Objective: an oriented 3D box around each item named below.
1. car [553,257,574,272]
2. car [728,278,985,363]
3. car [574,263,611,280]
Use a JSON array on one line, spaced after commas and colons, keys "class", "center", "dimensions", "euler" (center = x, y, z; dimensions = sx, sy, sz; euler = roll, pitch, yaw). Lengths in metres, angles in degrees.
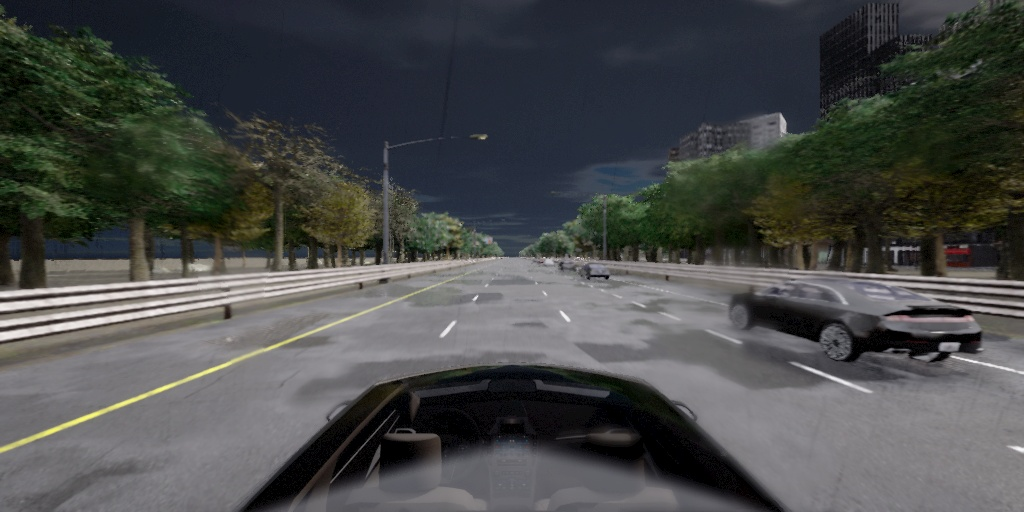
[{"class": "car", "center": [7.107, 1.275, 47.083], "dimensions": [2.128, 1.511, 4.902], "euler": [0, 0, 0]}, {"class": "car", "center": [7.001, 1.247, 8.164], "dimensions": [2.128, 1.511, 4.902], "euler": [0, 0, 0]}, {"class": "car", "center": [7.045, 1.319, 31.103], "dimensions": [2.033, 1.411, 5.357], "euler": [0, 0, 0]}]
